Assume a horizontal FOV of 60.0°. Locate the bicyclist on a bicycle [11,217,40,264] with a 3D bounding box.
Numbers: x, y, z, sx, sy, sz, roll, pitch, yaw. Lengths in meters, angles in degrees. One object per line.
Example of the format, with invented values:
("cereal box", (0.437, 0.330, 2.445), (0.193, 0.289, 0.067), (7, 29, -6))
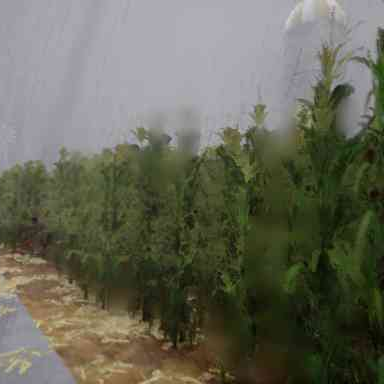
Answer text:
("bicyclist on a bicycle", (-5.450, 1.699, 11.784), (1.656, 1.620, 0.582), (3, -2, -36))
